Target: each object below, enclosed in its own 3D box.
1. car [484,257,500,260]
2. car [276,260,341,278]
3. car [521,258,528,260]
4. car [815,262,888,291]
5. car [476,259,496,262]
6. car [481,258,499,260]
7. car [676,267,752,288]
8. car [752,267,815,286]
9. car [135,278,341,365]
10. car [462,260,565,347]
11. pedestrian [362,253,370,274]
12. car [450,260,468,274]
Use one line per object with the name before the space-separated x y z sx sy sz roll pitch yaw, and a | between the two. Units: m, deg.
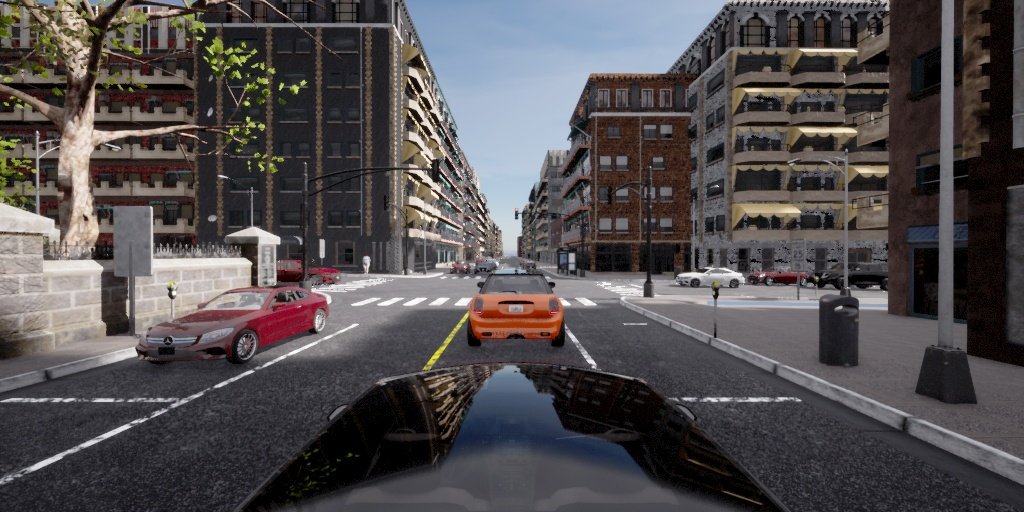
car | -3.179 1.274 59.727 1.812 1.442 4.674 0 0 0
car | -13.312 1.028 22.412 5.008 1.535 1.882 1 0 3
car | 2.602 1.298 51.706 2.007 1.370 4.403 0 0 0
car | 25.174 1.435 26.393 5.566 2.045 2.150 1 0 -1
car | -3.162 1.312 41.018 1.994 1.385 4.181 0 0 0
car | -3.174 1.312 49.992 1.994 1.385 4.181 0 0 0
car | 14.472 1.549 26.249 4.674 1.442 1.812 1 0 -2
car | 21.332 1.570 28.904 4.097 1.591 1.967 0 0 -1
car | -5.700 1.331 8.009 1.802 1.307 4.207 0 0 0
car | 0.113 1.101 9.522 2.097 1.767 4.553 0 0 1
pedestrian | -12.765 0.651 31.400 0.375 1.860 0.375 0 -1 -1
car | -5.758 1.187 40.420 1.967 1.591 4.097 0 0 0
